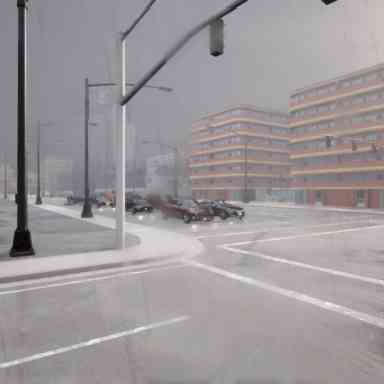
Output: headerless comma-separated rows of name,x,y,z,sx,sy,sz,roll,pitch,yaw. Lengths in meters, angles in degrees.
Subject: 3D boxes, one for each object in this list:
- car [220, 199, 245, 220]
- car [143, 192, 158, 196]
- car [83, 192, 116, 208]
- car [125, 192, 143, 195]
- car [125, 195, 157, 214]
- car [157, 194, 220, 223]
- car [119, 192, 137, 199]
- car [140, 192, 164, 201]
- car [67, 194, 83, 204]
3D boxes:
car,2.194,1.357,26.859,2.128,1.511,4.902,0,1,-35
car,-2.810,1.092,34.203,2.097,1.767,4.553,0,1,-34
car,-10.929,1.069,39.897,2.128,1.511,4.902,0,1,-34
car,-8.435,1.129,42.453,1.994,1.385,4.181,0,1,-34
car,-5.231,1.317,31.541,1.994,1.385,4.181,0,1,-34
car,-0.371,1.227,24.412,2.097,1.767,4.553,0,1,-34
car,-13.300,0.683,68.523,1.837,1.490,4.892,0,0,-34
car,-7.237,0.818,59.662,2.128,1.511,4.902,0,1,-34
car,-16.722,0.996,48.444,1.895,1.301,4.718,0,1,-34
